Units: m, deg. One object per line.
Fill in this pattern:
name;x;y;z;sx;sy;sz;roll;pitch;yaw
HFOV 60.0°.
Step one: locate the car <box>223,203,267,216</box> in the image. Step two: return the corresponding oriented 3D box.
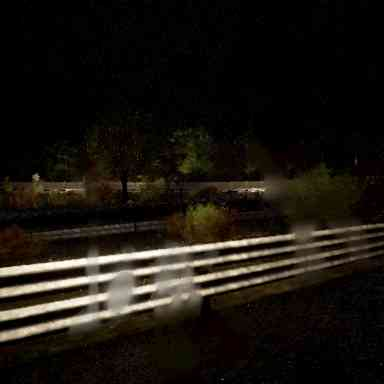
car;7.533;2.477;45.523;5.566;2.045;2.150;-4;2;-20
